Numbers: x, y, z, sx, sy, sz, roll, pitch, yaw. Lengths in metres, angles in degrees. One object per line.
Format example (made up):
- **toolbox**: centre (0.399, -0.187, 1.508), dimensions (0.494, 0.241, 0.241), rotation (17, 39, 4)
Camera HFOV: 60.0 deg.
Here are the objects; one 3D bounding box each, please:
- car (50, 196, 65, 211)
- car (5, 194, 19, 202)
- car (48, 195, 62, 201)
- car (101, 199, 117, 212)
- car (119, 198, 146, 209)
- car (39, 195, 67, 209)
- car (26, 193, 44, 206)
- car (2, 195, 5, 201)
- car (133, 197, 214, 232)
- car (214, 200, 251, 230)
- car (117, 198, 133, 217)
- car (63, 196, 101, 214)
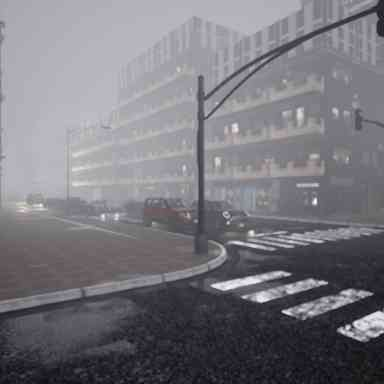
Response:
- **car**: centre (-14.539, 1.422, 38.246), dimensions (1.947, 1.339, 4.313), rotation (0, 0, -36)
- **car**: centre (-37.789, 1.383, 70.367), dimensions (1.802, 1.307, 4.206), rotation (0, 0, -36)
- **car**: centre (-30.999, 1.326, 75.279), dimensions (2.008, 1.369, 4.403), rotation (0, 0, -36)
- **car**: centre (-9.714, 1.461, 36.003), dimensions (1.895, 1.301, 4.718), rotation (0, 0, -36)
- **car**: centre (-7.751, 1.412, 43.161), dimensions (1.802, 1.307, 4.206), rotation (0, 0, -36)
- **car**: centre (-17.861, 1.407, 42.836), dimensions (1.947, 1.339, 4.313), rotation (0, 0, -36)
- **car**: centre (-24.503, 1.133, 52.011), dimensions (2.192, 1.841, 5.009), rotation (0, 0, -36)
- **car**: centre (-41.110, 1.241, 74.954), dimensions (1.967, 1.590, 4.097), rotation (0, 0, -36)
- **car**: centre (-1.253, 1.234, 19.890), dimensions (2.192, 1.841, 5.009), rotation (0, 0, -36)
- **car**: centre (1.501, 1.267, 20.418), dimensions (2.097, 1.767, 4.553), rotation (0, 0, -34)
- **car**: centre (-4.070, 1.433, 28.187), dimensions (2.033, 1.411, 5.357), rotation (0, 0, -36)
- **car**: centre (-11.218, 1.415, 33.657), dimensions (1.887, 1.381, 4.507), rotation (0, 0, -36)
